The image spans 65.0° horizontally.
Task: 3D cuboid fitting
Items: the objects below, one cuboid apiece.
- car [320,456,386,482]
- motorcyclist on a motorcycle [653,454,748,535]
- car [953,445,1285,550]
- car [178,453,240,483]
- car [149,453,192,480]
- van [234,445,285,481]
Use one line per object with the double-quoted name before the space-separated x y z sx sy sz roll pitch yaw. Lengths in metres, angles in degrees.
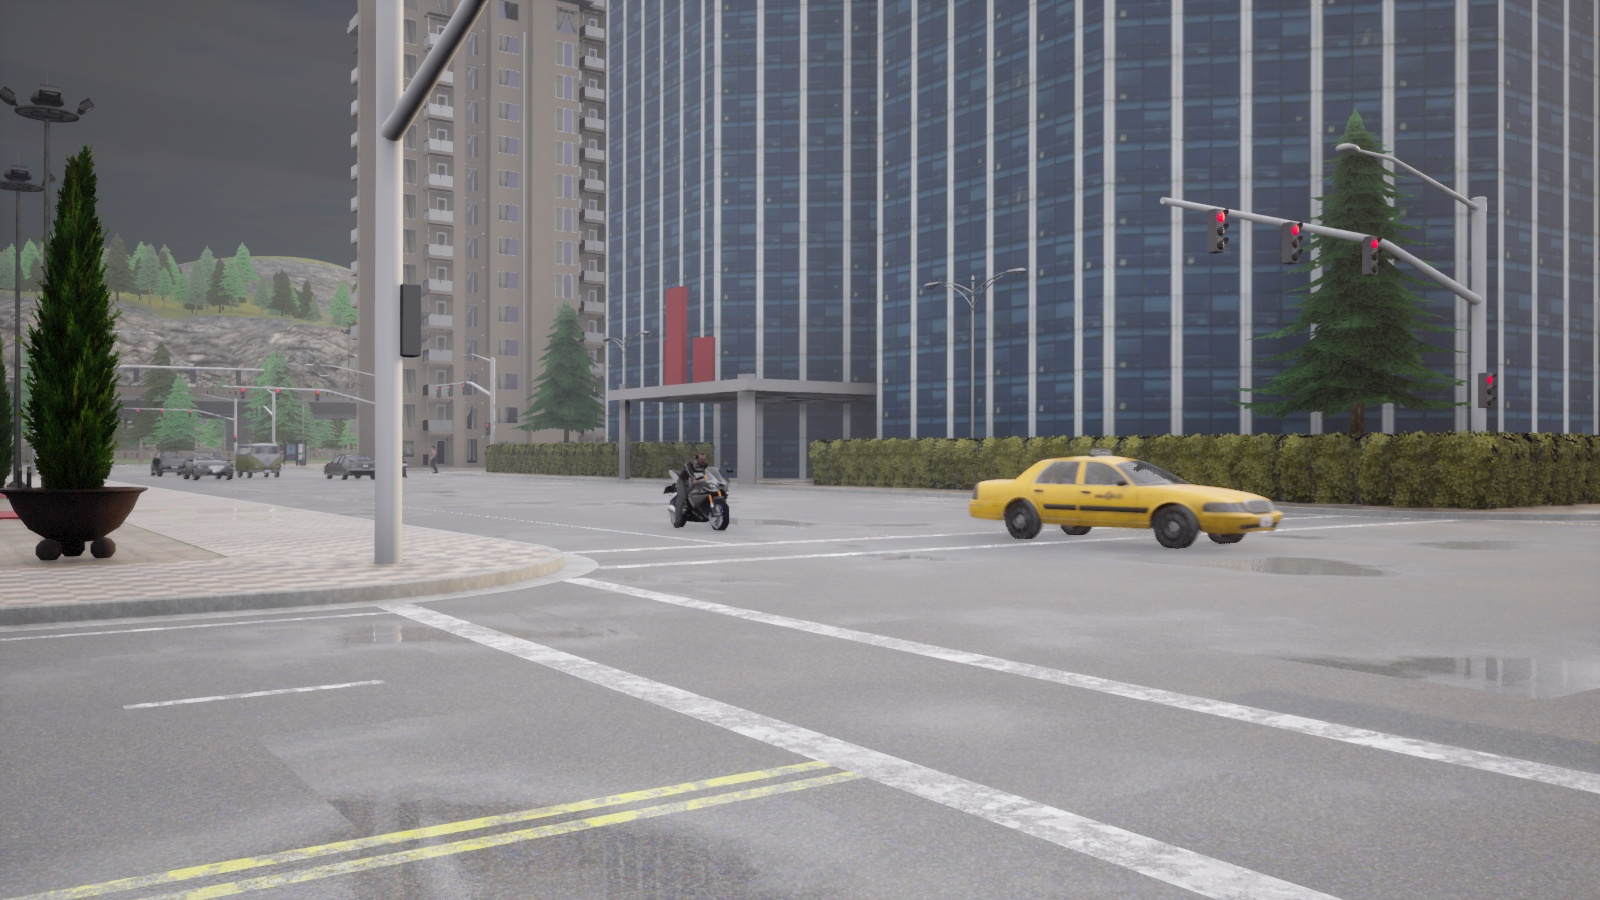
"car" -24.587 1.013 68.936 2.033 1.411 5.357 0 0 -35
"motorcyclist on a motorcycle" -1.992 0.845 24.773 0.866 1.530 2.191 0 0 -35
"car" 5.256 0.725 21.395 1.801 1.575 5.366 0 0 -43
"car" -31.191 0.929 66.155 2.128 1.511 4.902 0 0 -35
"car" -38.009 0.989 75.817 1.789 1.549 3.705 0 0 -35
"van" -31.010 0.739 71.968 1.775 1.987 4.442 0 0 -35
